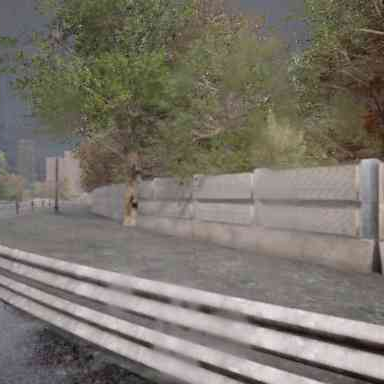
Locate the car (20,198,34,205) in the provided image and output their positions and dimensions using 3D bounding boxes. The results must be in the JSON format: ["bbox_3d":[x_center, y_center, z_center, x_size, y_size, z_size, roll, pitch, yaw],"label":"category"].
[{"bbox_3d":[-35.000,2.062,70.605,1.994,1.385,4.181,1,-1,-17],"label":"car"}]

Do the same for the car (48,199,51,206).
[{"bbox_3d":[-32.823,2.328,74.615,1.812,1.442,4.674,1,-2,-17],"label":"car"}]

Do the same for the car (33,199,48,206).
[{"bbox_3d":[-29.827,2.001,64.749,1.882,1.535,5.008,1,-1,-17],"label":"car"}]
